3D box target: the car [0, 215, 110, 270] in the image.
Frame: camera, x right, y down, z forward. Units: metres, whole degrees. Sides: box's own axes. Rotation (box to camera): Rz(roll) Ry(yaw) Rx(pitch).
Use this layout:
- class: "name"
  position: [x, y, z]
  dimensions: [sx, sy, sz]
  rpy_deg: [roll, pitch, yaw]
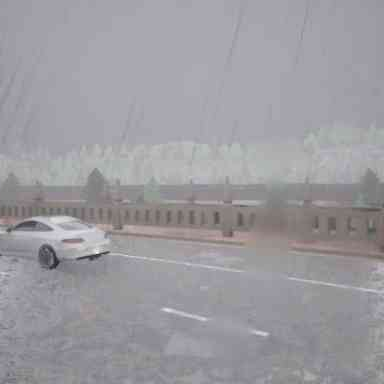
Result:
- class: "car"
  position: [-4.755, 1.490, 10.832]
  dimensions: [4.674, 1.442, 1.812]
  rpy_deg: [0, 0, 30]
